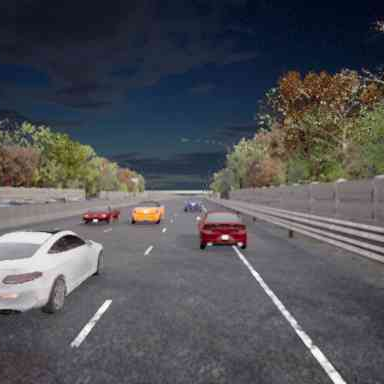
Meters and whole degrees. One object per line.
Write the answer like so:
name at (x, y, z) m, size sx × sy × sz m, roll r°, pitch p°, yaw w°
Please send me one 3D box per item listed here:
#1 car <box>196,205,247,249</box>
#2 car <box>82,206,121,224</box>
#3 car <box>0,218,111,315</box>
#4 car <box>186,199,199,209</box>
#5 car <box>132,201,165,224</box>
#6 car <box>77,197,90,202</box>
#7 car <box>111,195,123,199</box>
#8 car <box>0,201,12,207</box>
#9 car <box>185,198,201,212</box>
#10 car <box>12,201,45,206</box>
car at (1.253, 1.556, 14.952) m, size 1.882 × 1.535 × 5.008 m, roll 0°, pitch 0°, yaw 0°
car at (-6.851, 1.744, 25.836) m, size 1.895 × 1.301 × 4.718 m, roll 0°, pitch 0°, yaw 0°
car at (-3.384, 1.563, 7.524) m, size 1.812 × 1.442 × 4.674 m, roll 0°, pitch 0°, yaw 0°
car at (0.096, 1.852, 53.698) m, size 2.033 × 1.411 × 5.357 m, roll 0°, pitch 0°, yaw 0°
car at (-3.353, 1.497, 26.393) m, size 2.097 × 1.767 × 4.553 m, roll 0°, pitch 0°, yaw 0°
car at (-24.367, 1.883, 75.005) m, size 1.812 × 1.442 × 4.674 m, roll 0°, pitch 0°, yaw 0°
car at (-17.362, 1.521, 77.517) m, size 2.097 × 1.767 × 4.553 m, roll 0°, pitch 0°, yaw 0°
car at (-21.028, 1.764, 37.676) m, size 2.033 × 1.411 × 5.357 m, roll 0°, pitch 0°, yaw 0°
car at (0.148, 1.590, 42.891) m, size 2.097 × 1.767 × 4.553 m, roll 0°, pitch 0°, yaw 1°
car at (-17.529, 1.811, 36.919) m, size 1.895 × 1.301 × 4.718 m, roll 0°, pitch 0°, yaw 0°
